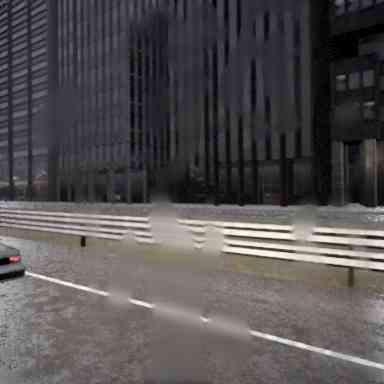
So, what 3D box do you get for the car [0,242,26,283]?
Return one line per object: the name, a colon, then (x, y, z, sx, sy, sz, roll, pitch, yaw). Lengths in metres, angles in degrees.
car: (-6.368, 1.587, 8.518, 5.357, 1.411, 2.033, 0, 0, 36)
